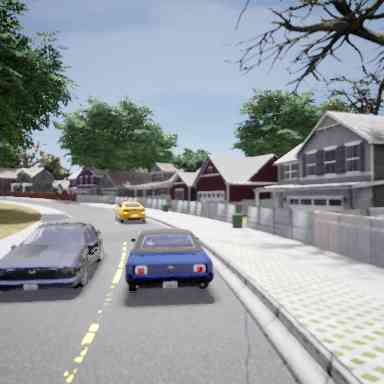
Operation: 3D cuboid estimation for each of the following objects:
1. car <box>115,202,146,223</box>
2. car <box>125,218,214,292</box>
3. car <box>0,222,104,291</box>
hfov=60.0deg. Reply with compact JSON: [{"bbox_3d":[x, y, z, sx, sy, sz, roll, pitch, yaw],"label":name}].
[{"bbox_3d":[-4.993,1.539,26.602,1.882,1.535,5.008,0,0,-19],"label":"car"},{"bbox_3d":[-0.729,1.647,9.113,1.895,1.301,4.718,0,0,-7],"label":"car"},{"bbox_3d":[-3.686,1.591,9.515,2.033,1.411,5.357,0,0,-8],"label":"car"}]
